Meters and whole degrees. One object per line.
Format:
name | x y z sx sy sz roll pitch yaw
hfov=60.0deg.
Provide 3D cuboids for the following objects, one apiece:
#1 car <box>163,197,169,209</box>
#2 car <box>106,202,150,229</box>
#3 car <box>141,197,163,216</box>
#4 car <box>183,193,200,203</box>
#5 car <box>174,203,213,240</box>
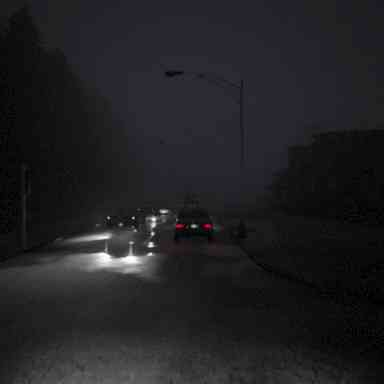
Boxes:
car | -4.126 1.447 43.913 2.128 1.511 4.902 0 0 0
car | -4.126 1.579 21.508 1.895 1.301 4.718 0 0 0
car | -4.131 1.472 31.926 1.837 1.490 4.892 0 0 0
car | -0.084 1.172 48.121 2.150 2.045 5.566 0 0 0
car | 0.071 1.531 16.868 2.033 1.411 5.357 0 0 0
